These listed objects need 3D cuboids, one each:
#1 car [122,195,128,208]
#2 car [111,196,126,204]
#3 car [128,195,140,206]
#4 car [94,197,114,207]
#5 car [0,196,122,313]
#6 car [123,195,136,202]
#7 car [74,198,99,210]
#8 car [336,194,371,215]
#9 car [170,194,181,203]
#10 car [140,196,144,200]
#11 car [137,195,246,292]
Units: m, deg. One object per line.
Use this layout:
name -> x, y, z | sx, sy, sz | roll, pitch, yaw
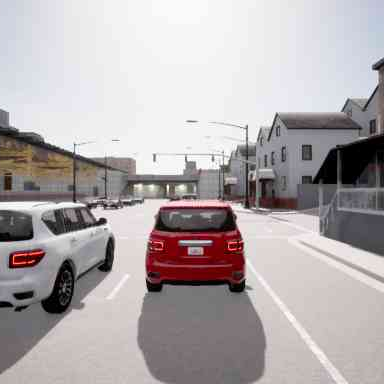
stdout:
car -> -10.495, 1.491, 44.660 | 2.128, 1.511, 4.902 | 0, 0, 0
car -> -13.898, 1.505, 63.344 | 1.837, 1.490, 4.892 | 0, 0, 0
car -> -10.464, 1.547, 54.409 | 2.033, 1.411, 5.357 | 0, 0, 0
car -> -13.965, 1.526, 52.989 | 1.812, 1.442, 4.674 | 0, 0, 0
car -> -3.409, 1.221, 7.786 | 2.150, 2.045, 5.566 | 0, 0, 1
car -> -13.827, 1.493, 73.758 | 1.837, 1.490, 4.892 | 0, 0, 0
car -> -13.996, 1.564, 44.248 | 1.994, 1.385, 4.181 | 0, 0, 0
car -> 14.072, 1.062, 28.740 | 4.674, 1.442, 1.812 | -13, 0, -1
car -> -3.338, 1.352, 69.181 | 2.097, 1.767, 4.553 | 0, 0, 0
car -> -10.385, 1.547, 64.698 | 2.033, 1.411, 5.357 | 0, 0, 0
car -> 0.099, 1.221, 9.049 | 2.150, 2.045, 5.566 | 0, 0, 1
